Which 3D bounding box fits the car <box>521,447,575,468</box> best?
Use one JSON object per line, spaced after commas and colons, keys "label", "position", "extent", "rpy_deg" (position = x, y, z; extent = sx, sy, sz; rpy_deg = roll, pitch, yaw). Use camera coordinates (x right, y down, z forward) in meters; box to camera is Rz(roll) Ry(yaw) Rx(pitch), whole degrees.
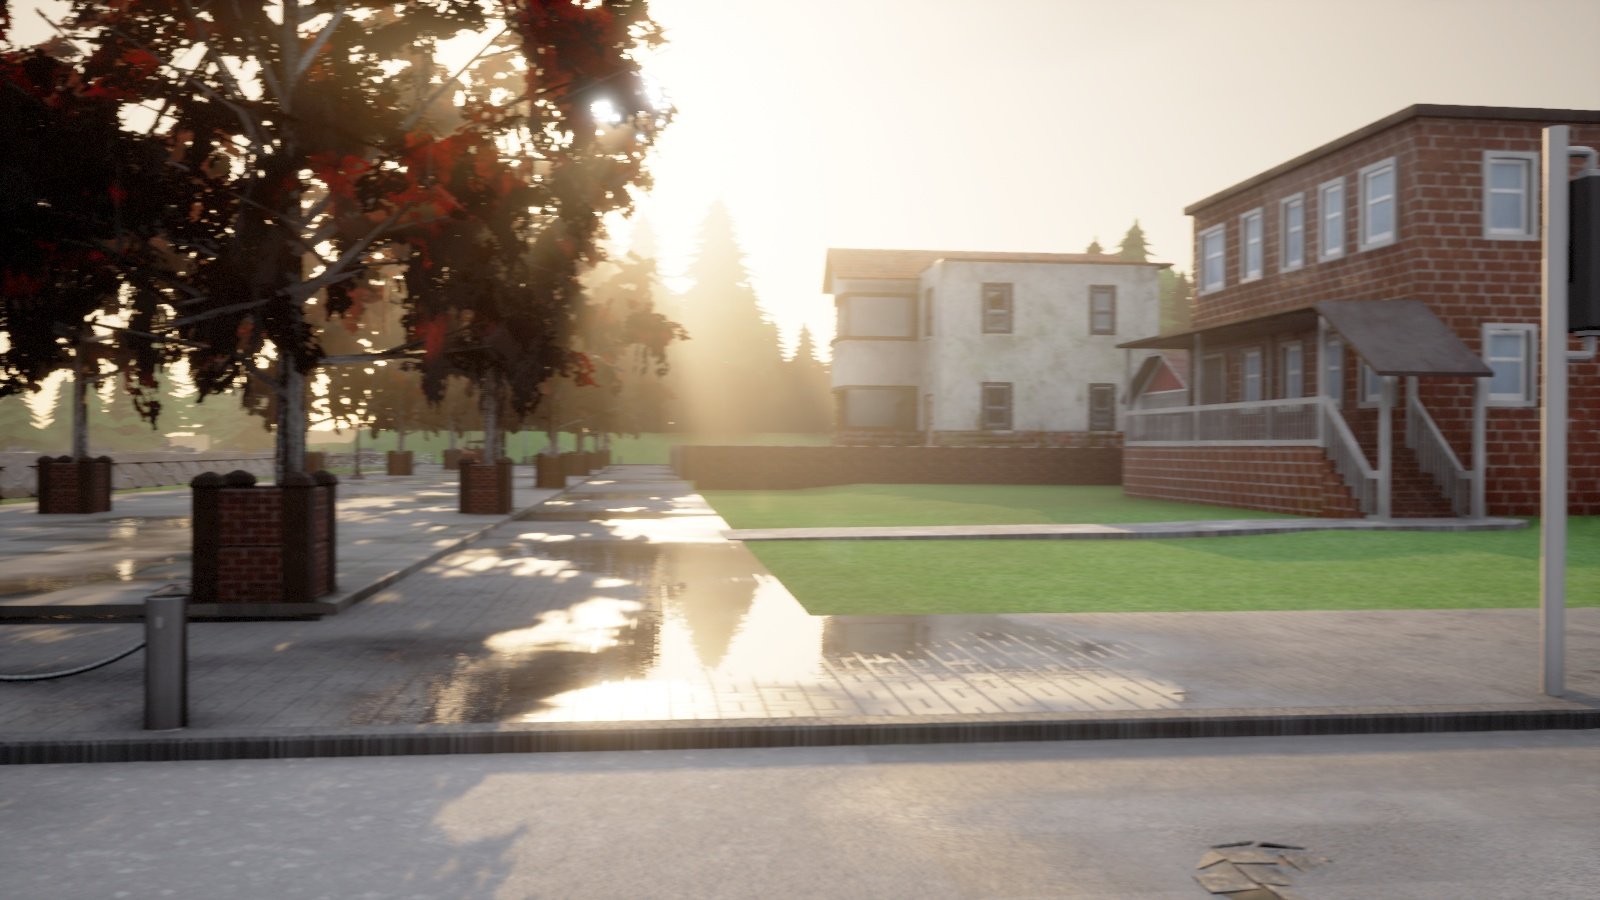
{"label": "car", "position": [-17.817, 0.521, 89.013], "extent": [3.633, 1.501, 1.845], "rpy_deg": [0, 0, -7]}

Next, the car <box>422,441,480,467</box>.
{"label": "car", "position": [-25.531, 0.290, 92.059], "extent": [3.866, 1.878, 1.905], "rpy_deg": [0, 0, -7]}
